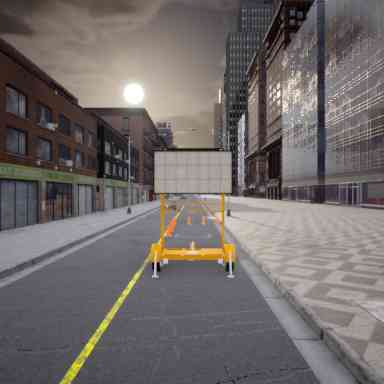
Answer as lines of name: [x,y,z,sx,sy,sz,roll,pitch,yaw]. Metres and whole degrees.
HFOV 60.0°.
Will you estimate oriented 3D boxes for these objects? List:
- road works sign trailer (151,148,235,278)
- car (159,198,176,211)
road works sign trailer: [0.031,0.468,10.171,2.380,3.560,2.880,0,0,0]
car: [-2.971,1.533,41.525,2.128,1.511,4.902,0,0,0]
